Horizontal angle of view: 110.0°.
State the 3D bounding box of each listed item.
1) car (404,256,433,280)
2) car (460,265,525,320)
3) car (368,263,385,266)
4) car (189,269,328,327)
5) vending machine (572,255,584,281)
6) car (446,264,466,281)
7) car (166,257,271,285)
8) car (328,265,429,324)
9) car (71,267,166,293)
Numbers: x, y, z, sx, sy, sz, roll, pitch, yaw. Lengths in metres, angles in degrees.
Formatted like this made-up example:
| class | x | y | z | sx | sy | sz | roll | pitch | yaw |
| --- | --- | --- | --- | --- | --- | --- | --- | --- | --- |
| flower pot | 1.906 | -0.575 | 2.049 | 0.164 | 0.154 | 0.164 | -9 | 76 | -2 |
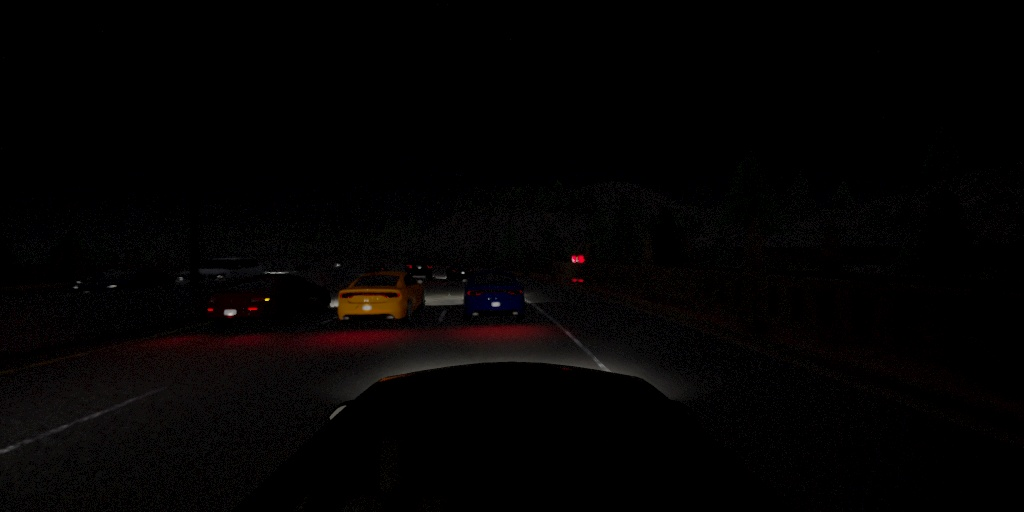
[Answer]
| class | x | y | z | sx | sy | sz | roll | pitch | yaw |
| --- | --- | --- | --- | --- | --- | --- | --- | --- | --- |
| car | -8.207 | 1.046 | 31.403 | 2.150 | 2.045 | 5.566 | 0 | 0 | -17 |
| car | -0.737 | 1.235 | 12.740 | 1.882 | 1.535 | 5.008 | 0 | 0 | -6 |
| car | -12.351 | 1.347 | 32.716 | 2.128 | 1.511 | 4.902 | 0 | 0 | -19 |
| car | -7.642 | 1.314 | 11.704 | 1.812 | 1.442 | 4.674 | 0 | 0 | -6 |
| vending machine | 4.989 | 0.933 | 26.428 | 1.100 | 2.100 | 0.880 | 0 | 0 | -13 |
| car | -4.593 | 1.365 | 31.374 | 1.994 | 1.385 | 4.181 | 0 | 0 | -16 |
| car | -16.335 | 1.072 | 20.486 | 2.150 | 2.045 | 5.566 | 0 | 0 | -13 |
| car | -4.177 | 1.250 | 12.148 | 1.882 | 1.535 | 5.008 | 0 | 0 | -6 |
| car | -19.474 | 1.390 | 18.331 | 1.812 | 1.442 | 4.674 | 0 | 0 | -12 |
